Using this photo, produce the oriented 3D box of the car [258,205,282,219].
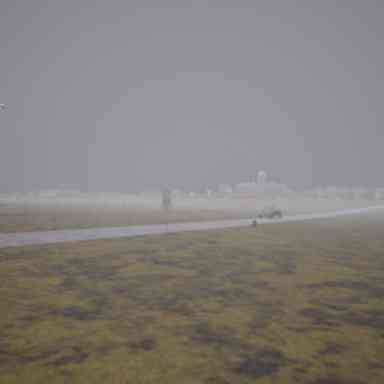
[{"bbox_3d":[12.116,3.043,51.362,2.150,2.045,5.566,-1,-2,35],"label":"car"}]
